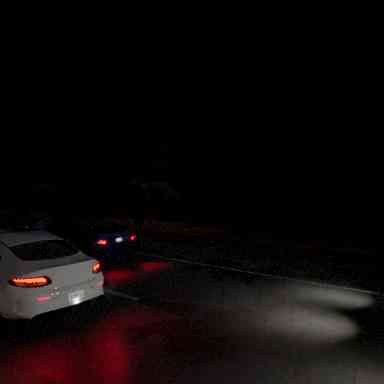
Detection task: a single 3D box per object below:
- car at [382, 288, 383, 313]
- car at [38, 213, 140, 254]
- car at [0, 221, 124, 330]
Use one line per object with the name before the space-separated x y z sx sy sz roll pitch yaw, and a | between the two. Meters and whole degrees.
car | 5.265 1.523 4.526 4.674 1.442 1.812 -1 -1 36
car | -4.196 1.429 11.335 5.357 1.411 2.033 1 1 36
car | -3.720 1.455 6.676 4.674 1.442 1.812 1 1 36
